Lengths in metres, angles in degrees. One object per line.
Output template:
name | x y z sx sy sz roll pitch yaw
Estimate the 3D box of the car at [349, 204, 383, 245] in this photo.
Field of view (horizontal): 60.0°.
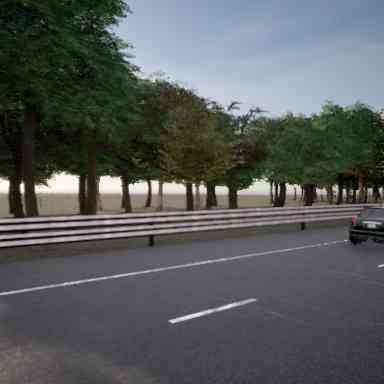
car | 8.814 1.356 14.330 4.553 1.767 2.097 0 0 -36
